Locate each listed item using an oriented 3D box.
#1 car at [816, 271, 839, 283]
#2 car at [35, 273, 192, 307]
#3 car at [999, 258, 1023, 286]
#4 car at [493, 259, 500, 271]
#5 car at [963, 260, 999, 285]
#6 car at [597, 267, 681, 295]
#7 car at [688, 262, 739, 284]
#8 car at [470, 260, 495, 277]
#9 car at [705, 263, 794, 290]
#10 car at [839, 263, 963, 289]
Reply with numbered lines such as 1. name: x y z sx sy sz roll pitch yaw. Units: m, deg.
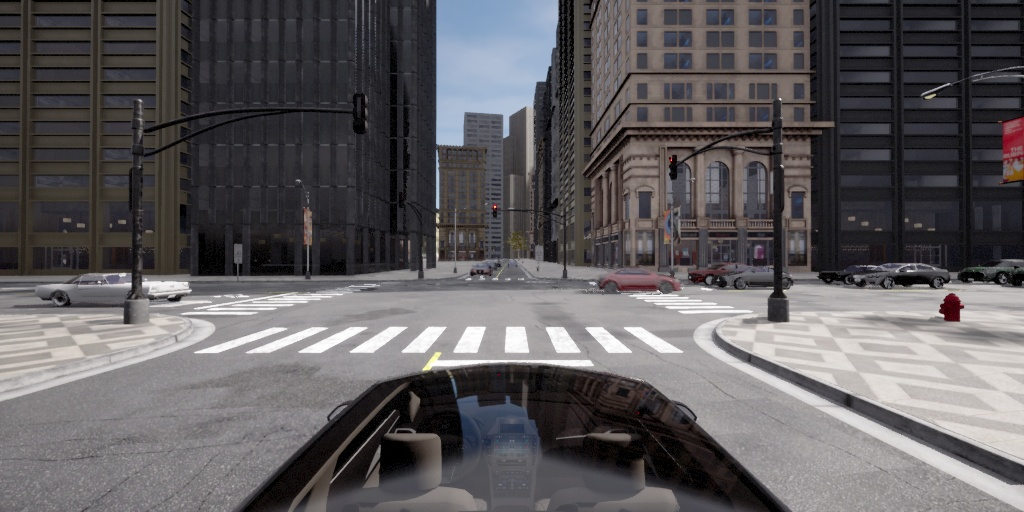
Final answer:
1. car: 24.237 1.315 24.965 4.718 1.301 1.895 0 0 0
2. car: -16.383 1.366 14.952 4.718 1.301 1.895 0 0 0
3. car: 33.338 1.021 21.716 4.553 1.767 2.097 0 0 0
4. car: -3.086 1.384 49.347 1.994 1.385 4.181 0 0 0
5. car: 34.203 1.043 24.966 4.553 1.767 2.097 0 0 0
6. car: 6.661 1.281 19.121 4.181 1.385 1.994 0 0 12
7. car: 14.892 1.215 24.952 5.008 1.535 1.882 0 0 0
8. car: -3.056 1.353 36.025 1.994 1.385 4.181 0 0 0
9. car: 14.467 1.279 21.696 4.181 1.385 1.994 0 0 0
10. car: 23.379 1.184 21.710 4.902 1.511 2.128 0 0 0
